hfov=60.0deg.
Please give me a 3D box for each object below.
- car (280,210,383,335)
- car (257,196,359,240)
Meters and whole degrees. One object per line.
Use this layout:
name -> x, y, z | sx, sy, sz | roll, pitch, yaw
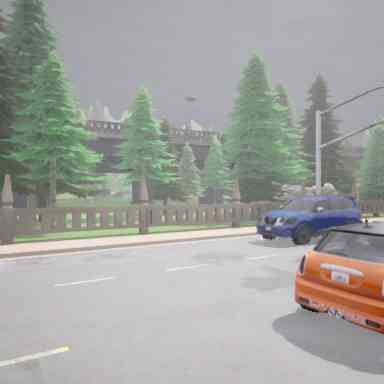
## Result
car -> 4.134, 1.352, 6.301 | 4.553, 1.767, 2.097 | 0, 0, -31
car -> 5.625, 1.222, 15.655 | 5.566, 2.045, 2.150 | 0, 0, -31
